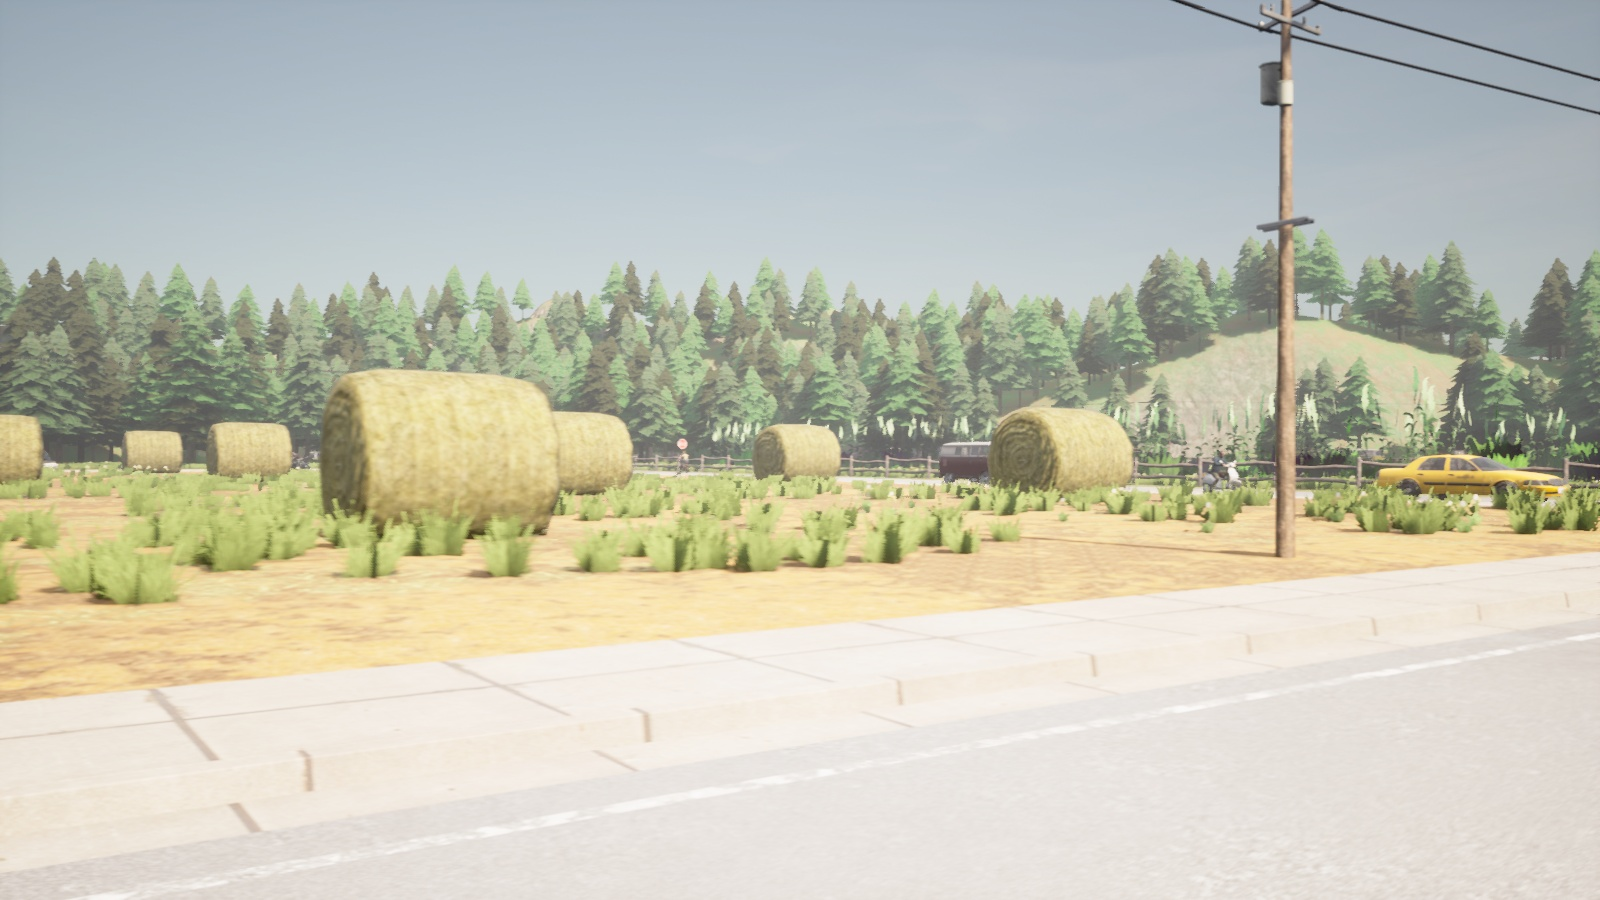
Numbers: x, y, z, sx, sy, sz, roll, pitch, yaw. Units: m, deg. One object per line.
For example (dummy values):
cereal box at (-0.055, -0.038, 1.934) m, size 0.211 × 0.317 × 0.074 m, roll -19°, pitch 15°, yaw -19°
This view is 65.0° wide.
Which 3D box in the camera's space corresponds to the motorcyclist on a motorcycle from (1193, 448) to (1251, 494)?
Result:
motorcyclist on a motorcycle at (15.107, 0.742, 44.977) m, size 0.866 × 1.590 × 1.817 m, roll 0°, pitch 0°, yaw -32°

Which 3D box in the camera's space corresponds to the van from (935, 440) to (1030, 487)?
van at (8.108, 0.583, 56.230) m, size 1.775 × 1.987 × 4.442 m, roll 0°, pitch 0°, yaw -32°

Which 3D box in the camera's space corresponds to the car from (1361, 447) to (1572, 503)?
car at (19.749, 0.699, 37.501) m, size 1.801 × 1.575 × 5.366 m, roll 0°, pitch 0°, yaw -32°
